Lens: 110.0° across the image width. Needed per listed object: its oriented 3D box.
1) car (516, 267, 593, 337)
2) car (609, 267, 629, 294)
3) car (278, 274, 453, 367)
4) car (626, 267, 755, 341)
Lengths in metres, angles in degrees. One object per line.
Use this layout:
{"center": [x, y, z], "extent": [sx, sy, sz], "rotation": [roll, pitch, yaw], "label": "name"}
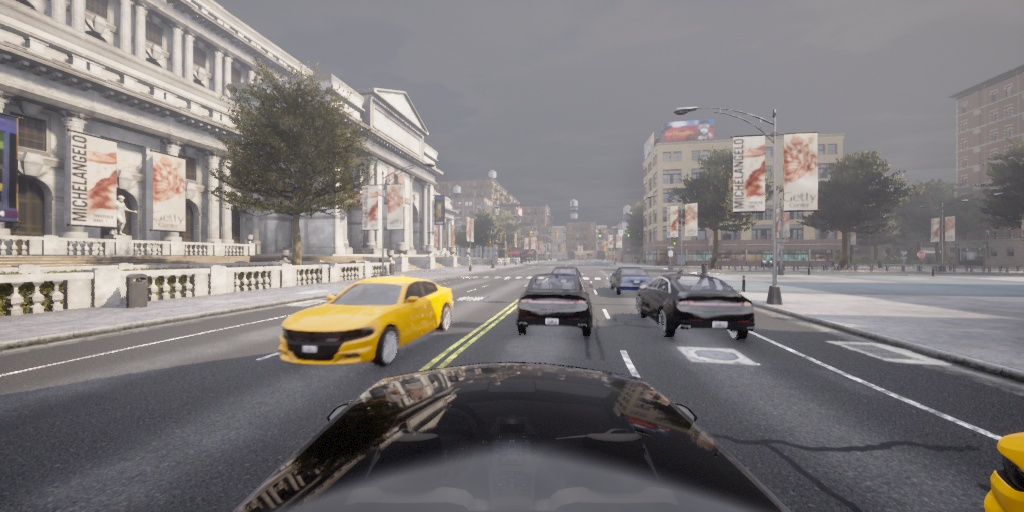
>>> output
{"center": [1.287, 1.242, 10.390], "extent": [2.128, 1.511, 4.902], "rotation": [0, 0, 9], "label": "car"}
{"center": [6.539, 1.298, 19.945], "extent": [2.033, 1.411, 5.357], "rotation": [0, 0, 11], "label": "car"}
{"center": [-2.878, 1.227, 8.249], "extent": [1.882, 1.535, 5.008], "rotation": [0, 0, 9], "label": "car"}
{"center": [4.789, 1.242, 10.026], "extent": [2.128, 1.511, 4.902], "rotation": [0, 0, 9], "label": "car"}
